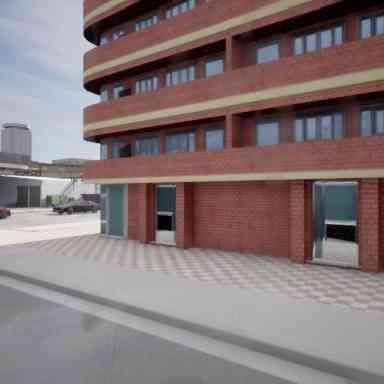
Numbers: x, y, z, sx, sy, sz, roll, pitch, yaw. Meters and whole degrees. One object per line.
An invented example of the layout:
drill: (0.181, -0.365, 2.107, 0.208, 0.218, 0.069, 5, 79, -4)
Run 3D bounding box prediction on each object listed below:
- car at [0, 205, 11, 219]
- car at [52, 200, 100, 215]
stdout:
car: (-17.040, 1.564, 26.903, 1.994, 1.385, 4.181, 0, 0, 34)
car: (-11.730, 1.547, 34.630, 2.033, 1.411, 5.357, 0, 0, 34)
